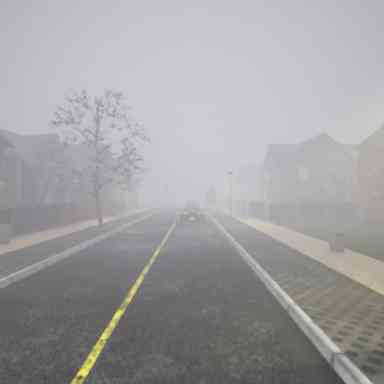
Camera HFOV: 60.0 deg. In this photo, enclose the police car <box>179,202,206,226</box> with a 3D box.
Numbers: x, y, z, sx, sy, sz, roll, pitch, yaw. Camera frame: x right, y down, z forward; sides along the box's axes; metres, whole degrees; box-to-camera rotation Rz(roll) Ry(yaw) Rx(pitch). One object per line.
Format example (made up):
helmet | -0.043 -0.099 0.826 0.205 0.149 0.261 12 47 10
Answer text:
police car | 0.047 1.777 26.252 2.038 1.542 4.974 0 -1 1
